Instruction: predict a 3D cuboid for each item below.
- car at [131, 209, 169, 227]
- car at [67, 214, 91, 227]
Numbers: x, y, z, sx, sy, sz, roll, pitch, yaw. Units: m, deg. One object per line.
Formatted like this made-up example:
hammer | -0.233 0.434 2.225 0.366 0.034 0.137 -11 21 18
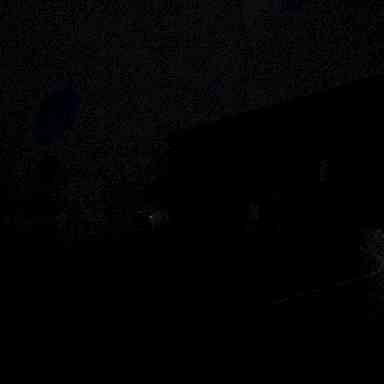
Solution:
car | -4.109 2.449 32.139 2.097 1.767 4.553 0 -5 -37
car | -16.956 4.239 49.614 2.150 2.045 5.566 0 -5 -37
